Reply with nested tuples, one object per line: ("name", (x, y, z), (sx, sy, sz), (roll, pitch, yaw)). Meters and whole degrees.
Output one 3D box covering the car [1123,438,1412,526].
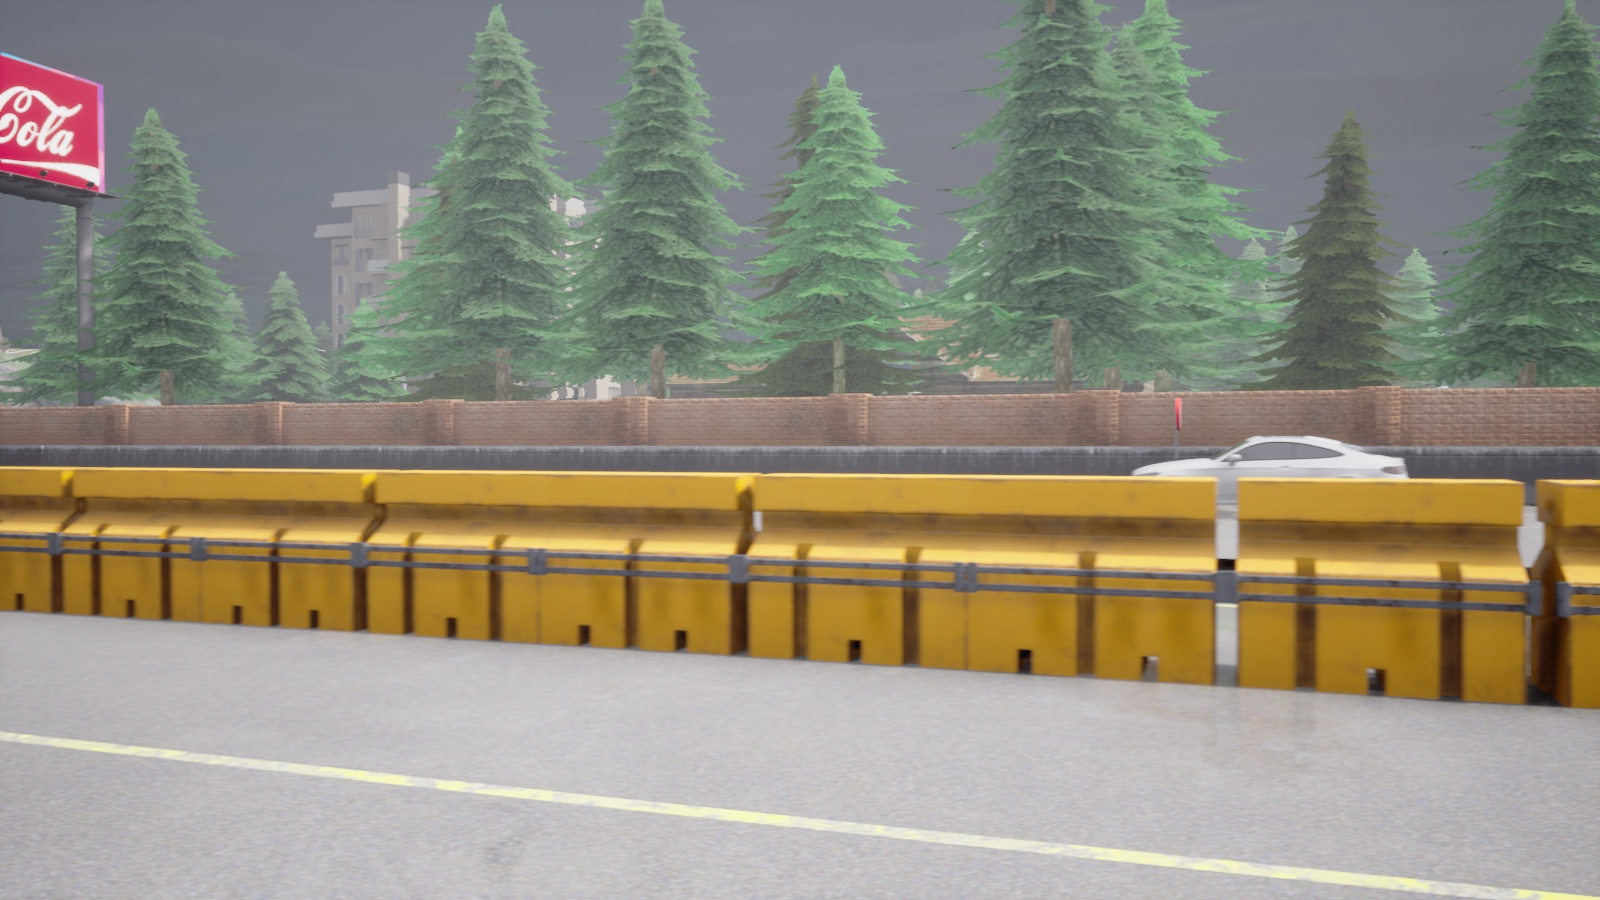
("car", (8.272, 0.523, 22.558), (4.674, 1.442, 1.812), (1, 1, 18))
